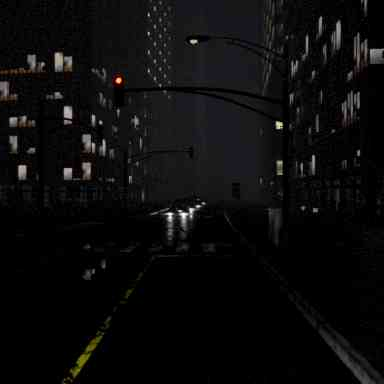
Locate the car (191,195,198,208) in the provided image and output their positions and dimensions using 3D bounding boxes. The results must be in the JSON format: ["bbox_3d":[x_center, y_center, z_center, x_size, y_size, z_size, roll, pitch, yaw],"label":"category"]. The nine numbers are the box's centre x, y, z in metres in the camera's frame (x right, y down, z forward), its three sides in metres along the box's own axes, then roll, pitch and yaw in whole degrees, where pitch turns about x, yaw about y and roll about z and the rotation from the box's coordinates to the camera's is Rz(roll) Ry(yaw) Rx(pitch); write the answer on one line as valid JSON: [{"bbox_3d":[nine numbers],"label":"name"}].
[{"bbox_3d":[-0.631,1.486,46.819,1.812,1.442,4.674,0,0,6],"label":"car"}]

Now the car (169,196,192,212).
[{"bbox_3d":[-1.448,1.499,37.854,1.812,1.442,4.674,0,0,5],"label":"car"}]

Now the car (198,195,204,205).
[{"bbox_3d":[0.443,1.293,56.634,2.097,1.767,4.553,0,0,7],"label":"car"}]

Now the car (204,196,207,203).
[{"bbox_3d":[2.008,1.461,68.271,2.033,1.411,5.357,0,0,8],"label":"car"}]

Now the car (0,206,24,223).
[{"bbox_3d":[-16.444,1.854,28.063,4.403,1.369,2.008,-1,1,10],"label":"car"}]
